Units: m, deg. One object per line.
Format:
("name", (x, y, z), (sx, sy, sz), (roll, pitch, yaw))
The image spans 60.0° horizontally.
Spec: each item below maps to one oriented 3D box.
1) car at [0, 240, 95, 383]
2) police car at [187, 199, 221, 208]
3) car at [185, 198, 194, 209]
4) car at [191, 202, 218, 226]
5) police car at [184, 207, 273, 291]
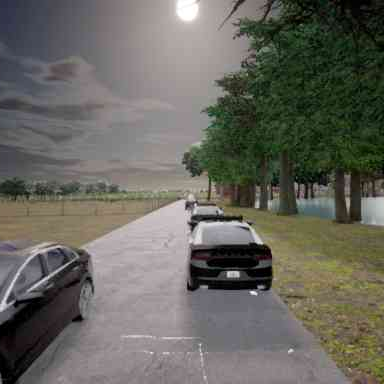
("car", (-2.750, 1.496, 4.439), (2.128, 1.511, 4.902), (0, 0, 0))
("police car", (0.821, 1.466, 19.205), (1.930, 1.638, 5.238), (0, 0, 0))
("car", (0.017, 1.656, 47.635), (1.882, 1.535, 5.008), (0, 0, 1))
("car", (0.820, 1.567, 25.095), (1.837, 1.490, 4.892), (0, 0, 0))
("police car", (0.823, 1.438, 9.205), (1.930, 1.638, 5.238), (0, 0, 0))
